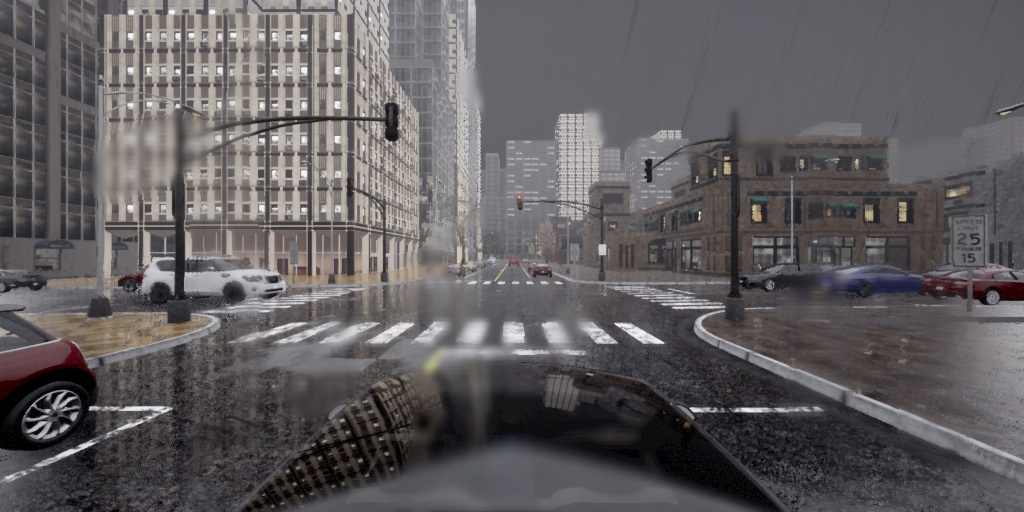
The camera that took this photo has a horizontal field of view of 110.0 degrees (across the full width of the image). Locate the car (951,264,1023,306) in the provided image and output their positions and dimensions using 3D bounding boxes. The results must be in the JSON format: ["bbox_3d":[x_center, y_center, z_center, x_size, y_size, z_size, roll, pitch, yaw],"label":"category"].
[{"bbox_3d":[19.134,1.153,14.162,4.507,1.381,1.888,0,0,-1],"label":"car"}]

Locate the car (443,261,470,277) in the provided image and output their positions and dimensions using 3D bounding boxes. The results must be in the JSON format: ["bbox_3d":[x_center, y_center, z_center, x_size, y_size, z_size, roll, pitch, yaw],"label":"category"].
[{"bbox_3d":[-5.527,1.341,34.726,1.802,1.307,4.207,0,0,0],"label":"car"}]

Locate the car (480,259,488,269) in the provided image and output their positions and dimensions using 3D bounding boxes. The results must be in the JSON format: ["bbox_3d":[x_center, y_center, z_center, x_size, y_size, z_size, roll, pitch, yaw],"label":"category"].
[{"bbox_3d":[-5.415,1.324,56.889,2.007,1.370,4.403,0,0,0],"label":"car"}]

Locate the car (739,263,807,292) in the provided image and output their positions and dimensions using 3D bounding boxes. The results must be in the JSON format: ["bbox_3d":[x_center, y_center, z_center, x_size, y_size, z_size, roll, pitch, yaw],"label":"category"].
[{"bbox_3d":[15.140,1.147,19.915,4.892,1.490,1.837,0,0,-1],"label":"car"}]

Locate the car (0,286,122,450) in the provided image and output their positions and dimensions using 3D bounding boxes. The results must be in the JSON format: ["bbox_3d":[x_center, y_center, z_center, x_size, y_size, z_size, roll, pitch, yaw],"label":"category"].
[{"bbox_3d":[-5.691,1.190,2.259,1.967,1.591,4.097,0,0,0],"label":"car"}]

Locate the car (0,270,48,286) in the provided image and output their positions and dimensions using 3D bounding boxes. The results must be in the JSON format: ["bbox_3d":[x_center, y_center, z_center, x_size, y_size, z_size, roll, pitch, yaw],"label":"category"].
[{"bbox_3d":[-31.432,1.508,22.036,4.403,1.370,2.007,0,0,-1],"label":"car"}]

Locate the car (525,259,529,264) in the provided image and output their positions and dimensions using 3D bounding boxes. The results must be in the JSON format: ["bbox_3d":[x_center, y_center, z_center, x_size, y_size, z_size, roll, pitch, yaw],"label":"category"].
[{"bbox_3d":[2.909,1.348,45.765,1.802,1.307,4.207,0,0,0],"label":"car"}]

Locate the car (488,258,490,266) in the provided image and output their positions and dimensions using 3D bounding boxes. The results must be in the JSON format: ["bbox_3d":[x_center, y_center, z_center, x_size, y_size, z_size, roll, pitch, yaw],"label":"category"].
[{"bbox_3d":[-5.388,1.344,62.429,1.948,1.339,4.313,0,0,0],"label":"car"}]

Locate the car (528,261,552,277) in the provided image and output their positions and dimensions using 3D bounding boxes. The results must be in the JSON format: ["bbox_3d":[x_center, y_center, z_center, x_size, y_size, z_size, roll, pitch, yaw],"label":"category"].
[{"bbox_3d":[2.854,1.304,34.683,1.888,1.381,4.507,0,0,0],"label":"car"}]

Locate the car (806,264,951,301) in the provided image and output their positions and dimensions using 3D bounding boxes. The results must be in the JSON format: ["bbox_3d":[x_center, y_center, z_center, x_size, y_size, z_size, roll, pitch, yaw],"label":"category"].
[{"bbox_3d":[16.922,1.152,16.730,4.674,1.442,1.812,-1,0,-1],"label":"car"}]

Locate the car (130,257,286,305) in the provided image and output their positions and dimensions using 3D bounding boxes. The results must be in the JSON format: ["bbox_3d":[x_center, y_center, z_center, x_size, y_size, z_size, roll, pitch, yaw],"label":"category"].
[{"bbox_3d":[-13.427,1.051,16.290,5.566,2.045,2.150,0,0,3],"label":"car"}]

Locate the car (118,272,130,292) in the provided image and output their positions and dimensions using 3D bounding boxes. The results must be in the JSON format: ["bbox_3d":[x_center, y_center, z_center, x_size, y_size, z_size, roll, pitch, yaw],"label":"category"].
[{"bbox_3d":[-21.022,1.204,22.140,5.009,1.841,2.192,0,0,-1],"label":"car"}]

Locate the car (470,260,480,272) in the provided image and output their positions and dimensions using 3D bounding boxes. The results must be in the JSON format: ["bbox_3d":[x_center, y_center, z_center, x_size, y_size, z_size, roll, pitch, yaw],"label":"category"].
[{"bbox_3d":[-5.472,1.292,45.637,1.751,1.417,4.829,0,0,0],"label":"car"}]
